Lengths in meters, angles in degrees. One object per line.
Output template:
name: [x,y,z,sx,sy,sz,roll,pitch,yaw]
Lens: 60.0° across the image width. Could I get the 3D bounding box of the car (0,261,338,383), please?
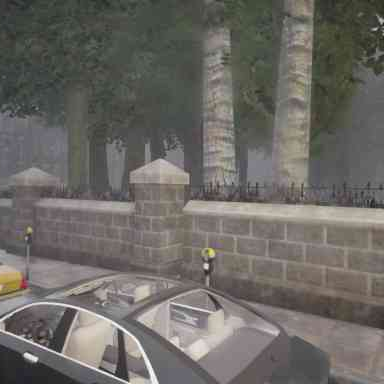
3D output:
car: [-0.865,1.550,3.412,4.403,1.369,2.008,0,1,36]
